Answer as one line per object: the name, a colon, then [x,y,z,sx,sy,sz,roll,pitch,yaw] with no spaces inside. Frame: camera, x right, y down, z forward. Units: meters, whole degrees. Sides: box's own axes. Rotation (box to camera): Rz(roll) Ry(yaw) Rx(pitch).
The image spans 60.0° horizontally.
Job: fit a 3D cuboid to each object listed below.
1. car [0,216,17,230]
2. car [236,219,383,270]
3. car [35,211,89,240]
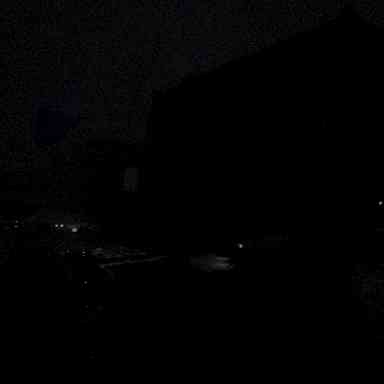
car: [-19.810,3.154,35.078,2.097,1.767,4.553,1,-4,-37]
car: [4.111,1.579,10.633,5.357,1.411,2.033,-1,-2,7]
car: [-7.249,1.800,18.331,2.128,1.511,4.902,1,-5,-37]
